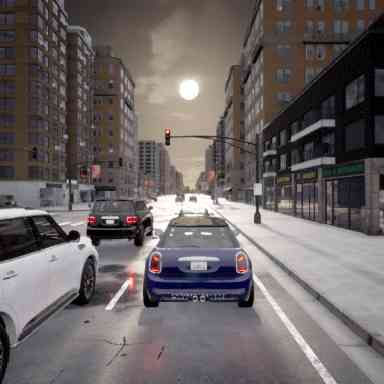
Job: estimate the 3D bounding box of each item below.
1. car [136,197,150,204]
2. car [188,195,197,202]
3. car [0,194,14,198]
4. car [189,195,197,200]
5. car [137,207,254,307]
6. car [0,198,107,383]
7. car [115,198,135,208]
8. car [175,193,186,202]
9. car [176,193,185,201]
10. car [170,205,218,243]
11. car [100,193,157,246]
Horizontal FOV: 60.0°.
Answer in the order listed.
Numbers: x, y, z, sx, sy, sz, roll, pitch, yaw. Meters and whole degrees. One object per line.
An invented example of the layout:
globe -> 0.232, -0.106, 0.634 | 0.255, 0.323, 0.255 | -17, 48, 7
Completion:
car -> -9.562, 1.634, 65.093 | 1.895, 1.301, 4.718 | 0, 0, 1
car -> 0.267, 1.568, 78.185 | 1.812, 1.442, 4.674 | 0, 0, 0
car -> -20.339, 1.235, 33.030 | 5.566, 2.045, 2.150 | 0, 0, 4
car -> 0.300, 1.496, 88.193 | 1.994, 1.385, 4.181 | 0, 0, 0
car -> 0.125, 1.353, 8.113 | 2.097, 1.767, 4.553 | 0, 0, 0
car -> -3.140, 1.222, 4.955 | 2.150, 2.045, 5.566 | 0, 0, 1
car -> -9.684, 1.583, 48.301 | 1.994, 1.385, 4.181 | 0, 0, 0
car -> -2.985, 1.583, 77.783 | 2.033, 1.411, 5.357 | 0, 0, 0
car -> -2.950, 1.168, 88.235 | 2.150, 2.045, 5.566 | 0, 0, 0
car -> 0.113, 1.494, 17.182 | 2.128, 1.511, 4.902 | 0, 0, 1
car -> -3.100, 1.224, 15.308 | 2.150, 2.045, 5.566 | 0, 0, 0
